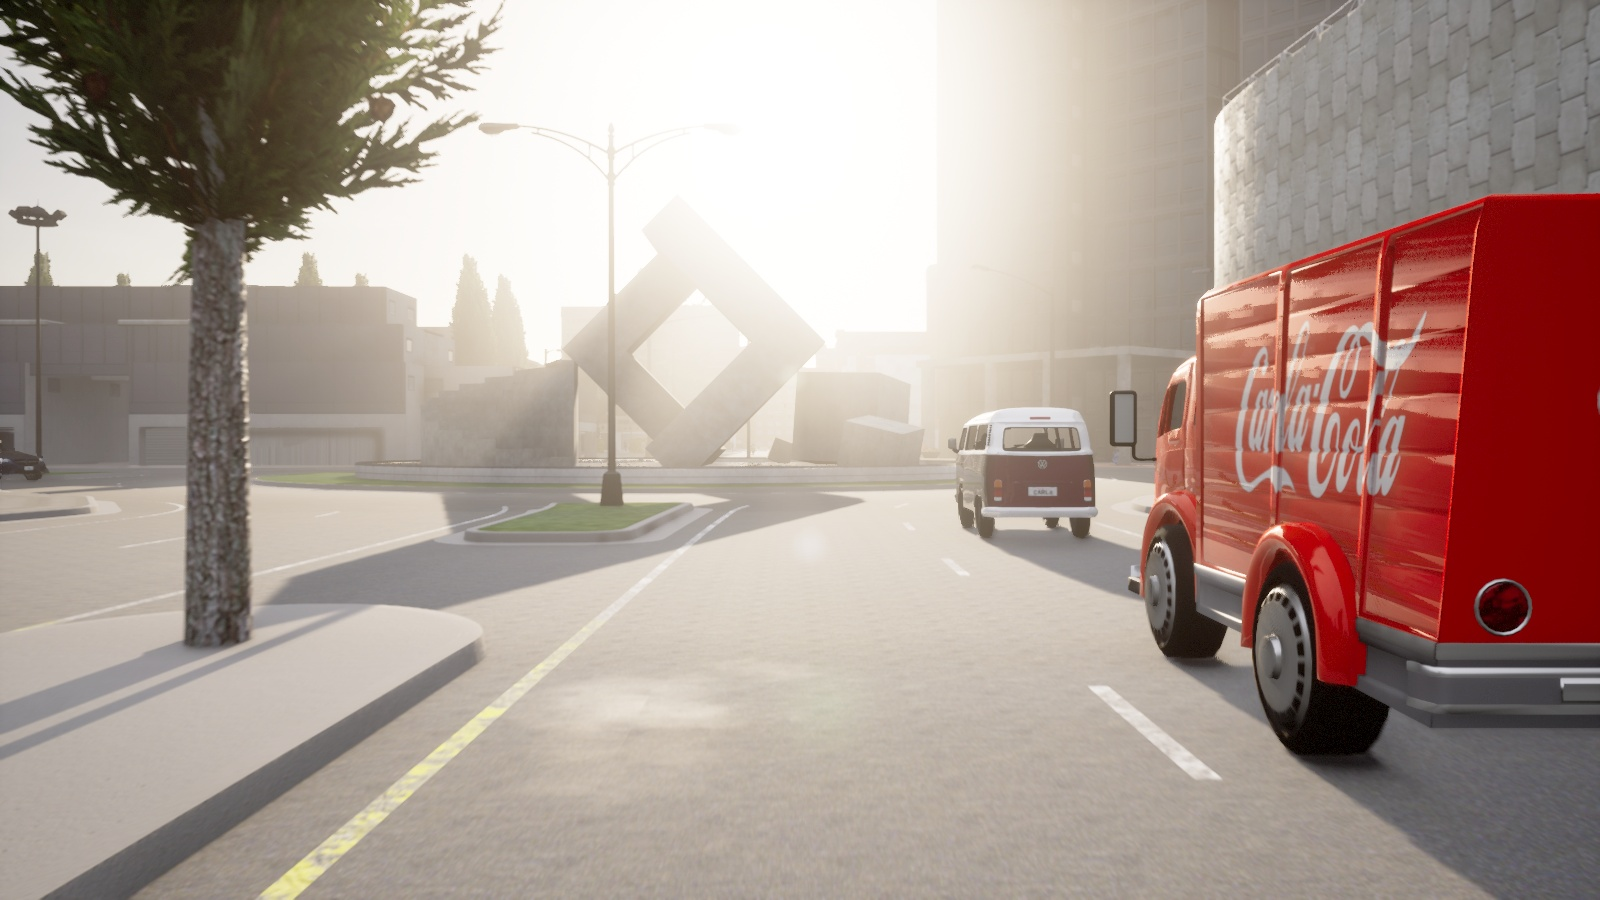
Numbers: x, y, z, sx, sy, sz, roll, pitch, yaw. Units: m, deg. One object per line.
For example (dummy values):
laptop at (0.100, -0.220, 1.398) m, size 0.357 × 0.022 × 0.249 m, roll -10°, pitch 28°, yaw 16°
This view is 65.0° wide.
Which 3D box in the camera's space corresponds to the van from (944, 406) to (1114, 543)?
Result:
van at (3.675, 0.355, 20.974) m, size 2.069 × 2.038 × 4.480 m, roll 0°, pitch 0°, yaw 1°

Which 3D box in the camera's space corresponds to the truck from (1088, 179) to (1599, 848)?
truck at (3.557, 0.222, 7.232) m, size 2.627 × 2.467 × 5.204 m, roll 0°, pitch 0°, yaw 0°

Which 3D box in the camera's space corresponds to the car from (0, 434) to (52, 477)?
car at (-32.754, 0.216, 50.083) m, size 5.027 × 1.651 × 2.152 m, roll 0°, pitch 0°, yaw 15°
